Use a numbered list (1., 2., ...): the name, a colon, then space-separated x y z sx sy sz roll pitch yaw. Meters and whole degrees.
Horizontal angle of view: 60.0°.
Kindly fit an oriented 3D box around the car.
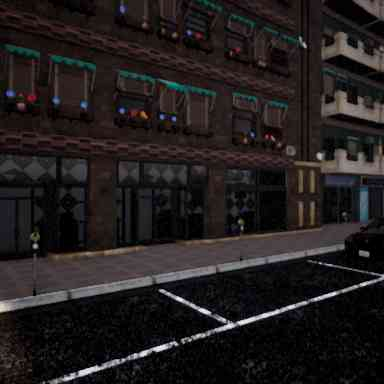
1. car: 7.146 1.555 11.636 4.313 1.339 1.947 0 0 -35
